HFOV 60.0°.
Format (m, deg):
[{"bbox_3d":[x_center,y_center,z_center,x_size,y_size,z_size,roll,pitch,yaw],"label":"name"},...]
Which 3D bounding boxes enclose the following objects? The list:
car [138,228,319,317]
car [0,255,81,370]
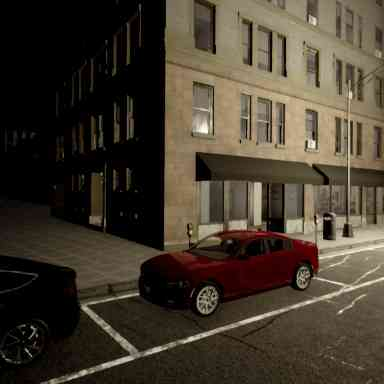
[{"bbox_3d":[0.987,1.545,7.455,4.507,1.381,1.887,0,1,-35],"label":"car"},{"bbox_3d":[-3.635,1.566,4.166,4.313,1.339,1.947,0,1,-35],"label":"car"}]
